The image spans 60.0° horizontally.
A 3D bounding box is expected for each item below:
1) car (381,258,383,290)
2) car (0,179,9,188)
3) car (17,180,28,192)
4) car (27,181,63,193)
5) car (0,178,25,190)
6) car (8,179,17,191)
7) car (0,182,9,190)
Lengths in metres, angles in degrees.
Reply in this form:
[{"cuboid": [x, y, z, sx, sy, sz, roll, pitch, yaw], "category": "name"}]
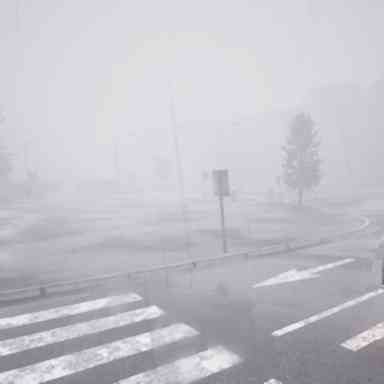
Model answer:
[{"cuboid": [5.621, 1.283, 6.526, 4.902, 1.511, 2.128, -3, 2, -35], "category": "car"}, {"cuboid": [-35.852, -1.463, 59.775, 2.231, 1.521, 4.892, 0, 6, 14], "category": "car"}, {"cuboid": [-23.755, -0.935, 51.326, 2.231, 1.521, 4.892, 0, 7, 17], "category": "car"}, {"cuboid": [-21.395, -0.784, 49.535, 2.163, 1.488, 4.792, 0, 7, 17], "category": "car"}, {"cuboid": [-30.986, -1.385, 56.414, 2.185, 1.767, 4.553, 0, 6, 15], "category": "car"}, {"cuboid": [-26.152, -1.008, 53.059, 2.002, 1.452, 4.674, 0, 6, 16], "category": "car"}, {"cuboid": [-28.550, -1.159, 54.772, 2.097, 1.535, 5.008, 0, 7, 16], "category": "car"}]
